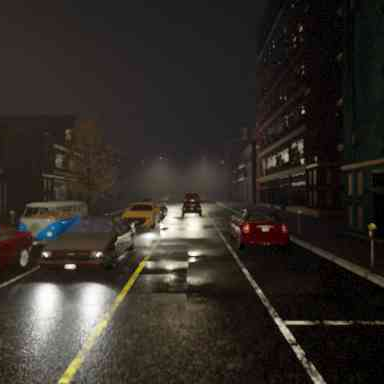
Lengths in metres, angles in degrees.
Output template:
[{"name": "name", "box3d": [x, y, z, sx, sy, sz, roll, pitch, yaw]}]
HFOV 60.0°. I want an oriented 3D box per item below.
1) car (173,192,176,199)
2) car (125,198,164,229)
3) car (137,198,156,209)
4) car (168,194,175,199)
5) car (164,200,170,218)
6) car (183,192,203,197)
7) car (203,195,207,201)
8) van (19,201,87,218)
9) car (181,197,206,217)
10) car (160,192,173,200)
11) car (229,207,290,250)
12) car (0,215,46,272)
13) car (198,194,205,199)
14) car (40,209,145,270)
[{"name": "car", "box3d": [-5.745, 1.297, 82.272, 1.947, 1.339, 4.313, 1, 0, 0]}, {"name": "car", "box3d": [-3.108, 1.406, 21.201, 1.882, 1.535, 5.008, 0, 0, 0]}, {"name": "car", "box3d": [-5.712, 1.440, 42.465, 1.802, 1.307, 4.206, 1, 0, 0]}, {"name": "car", "box3d": [-5.753, 1.263, 93.644, 1.947, 1.339, 4.313, 1, 0, 0]}, {"name": "car", "box3d": [-3.022, 1.553, 26.692, 1.895, 1.301, 4.718, 0, 0, 0]}, {"name": "car", "box3d": [0.002, 1.074, 44.831, 2.150, 2.045, 5.566, 0, 0, 1]}, {"name": "car", "box3d": [2.640, 1.273, 76.822, 1.752, 1.417, 4.829, 1, 0, 0]}, {"name": "van", "box3d": [-5.684, 1.294, 14.031, 1.690, 1.788, 3.998, 1, 0, 0]}, {"name": "car", "box3d": [-0.024, 1.445, 30.529, 2.033, 1.411, 5.357, 0, 0, 0]}, {"name": "car", "box3d": [-5.733, 1.207, 70.897, 1.967, 1.590, 4.097, 1, 0, 0]}, {"name": "car", "box3d": [2.693, 1.392, 14.099, 1.967, 1.590, 4.097, 1, 0, 0]}, {"name": "car", "box3d": [-5.684, 1.516, 8.344, 1.887, 1.381, 4.507, 1, 0, 0]}, {"name": "car", "box3d": [2.626, 1.278, 93.712, 1.802, 1.307, 4.206, 1, 0, 0]}, {"name": "car", "box3d": [-3.097, 1.509, 11.149, 2.033, 1.411, 5.357, 0, 0, 0]}]
